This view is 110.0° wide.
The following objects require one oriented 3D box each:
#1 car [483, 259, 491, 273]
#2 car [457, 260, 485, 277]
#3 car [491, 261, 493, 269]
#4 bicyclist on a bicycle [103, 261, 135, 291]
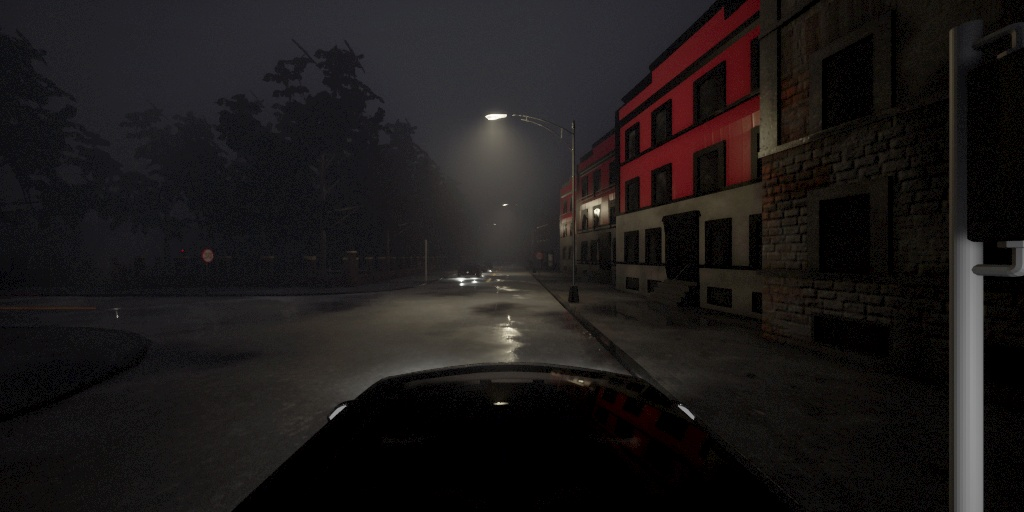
[{"bbox_3d":[-4.016,1.297,43.948,2.033,1.411,5.357,0,0,0],"label":"car"},{"bbox_3d":[-4.035,1.314,34.656,1.994,1.385,4.181,0,0,0],"label":"car"},{"bbox_3d":[-3.969,1.228,54.441,1.882,1.535,5.008,0,0,0],"label":"car"},{"bbox_3d":[-21.814,1.099,19.934,0.582,1.620,1.656,0,0,0],"label":"bicyclist on a bicycle"}]
